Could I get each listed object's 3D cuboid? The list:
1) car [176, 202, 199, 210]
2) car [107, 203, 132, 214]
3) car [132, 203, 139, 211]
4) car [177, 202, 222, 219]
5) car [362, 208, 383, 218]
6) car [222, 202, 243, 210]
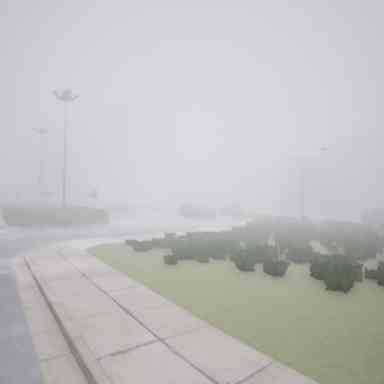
[{"bbox_3d":[-0.935,2.833,65.630,4.193,1.474,1.816,2,-1,-32],"label":"car"},{"bbox_3d":[-10.804,2.349,47.999,1.837,1.490,4.892,2,-1,-32],"label":"car"},{"bbox_3d":[-11.250,2.549,57.854,3.905,1.438,1.784,2,-1,-32],"label":"car"},{"bbox_3d":[0.726,2.143,38.832,4.605,1.855,1.932,2,-1,-32],"label":"car"},{"bbox_3d":[19.365,2.486,33.872,4.611,1.667,2.242,2,-1,-32],"label":"car"},{"bbox_3d":[6.640,2.533,54.464,3.866,1.878,1.905,2,-1,-32],"label":"car"}]
